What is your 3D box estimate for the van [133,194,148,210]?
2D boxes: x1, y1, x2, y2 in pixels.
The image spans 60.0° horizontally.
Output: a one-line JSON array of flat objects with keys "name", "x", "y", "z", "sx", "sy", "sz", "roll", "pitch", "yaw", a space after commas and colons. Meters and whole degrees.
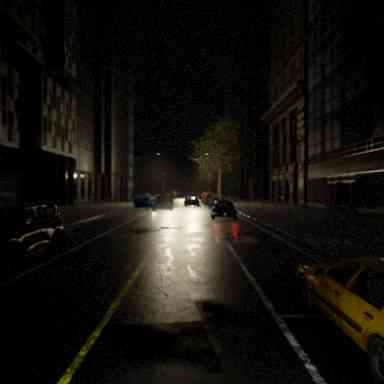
[{"name": "van", "x": -5.669, "y": 1.092, "z": 38.501, "sx": 1.690, "sy": 1.788, "sz": 3.998, "roll": 0, "pitch": 0, "yaw": 0}]

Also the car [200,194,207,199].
[{"name": "car", "x": 2.850, "y": 1.132, "z": 83.604, "sx": 1.802, "sy": 1.307, "sz": 4.206, "roll": 0, "pitch": 0, "yaw": 0}]

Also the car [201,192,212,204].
[{"name": "car", "x": 2.854, "y": 1.010, "z": 49.766, "sx": 2.192, "sy": 1.841, "sz": 5.009, "roll": 0, "pitch": 0, "yaw": 0}]

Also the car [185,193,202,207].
[{"name": "car", "x": 0.005, "y": 1.274, "z": 46.330, "sx": 1.994, "sy": 1.385, "sz": 4.181, "roll": 0, "pitch": 0, "yaw": 2}]

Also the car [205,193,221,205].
[{"name": "car", "x": 2.856, "y": 1.192, "z": 38.487, "sx": 1.967, "sy": 1.590, "sz": 4.097, "roll": 0, "pitch": 0, "yaw": 0}]

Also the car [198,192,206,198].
[{"name": "car", "x": 2.849, "y": 0.837, "z": 94.881, "sx": 2.192, "sy": 1.841, "sz": 5.009, "roll": 0, "pitch": 0, "yaw": 0}]

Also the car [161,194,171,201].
[{"name": "car", "x": -5.673, "y": 1.176, "z": 72.336, "sx": 1.802, "sy": 1.307, "sz": 4.206, "roll": 0, "pitch": 0, "yaw": 0}]

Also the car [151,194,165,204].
[{"name": "car", "x": -5.672, "y": 1.109, "z": 55.418, "sx": 1.967, "sy": 1.590, "sz": 4.097, "roll": 0, "pitch": 0, "yaw": 0}]

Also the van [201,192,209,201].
[{"name": "van", "x": 2.853, "y": 0.936, "z": 72.323, "sx": 1.690, "sy": 1.788, "sz": 3.998, "roll": 0, "pitch": 0, "yaw": 0}]

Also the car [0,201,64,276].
[{"name": "car", "x": -5.667, "y": 1.249, "z": 10.309, "sx": 2.192, "sy": 1.841, "sz": 5.009, "roll": 0, "pitch": 0, "yaw": 0}]

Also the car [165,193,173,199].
[{"name": "car", "x": -5.675, "y": 1.076, "z": 83.443, "sx": 1.752, "sy": 1.417, "sz": 4.829, "roll": 0, "pitch": 0, "yaw": 0}]

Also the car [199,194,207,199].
[{"name": "car", "x": 2.850, "y": 1.101, "z": 89.241, "sx": 1.947, "sy": 1.339, "sz": 4.313, "roll": 0, "pitch": 0, "yaw": 0}]

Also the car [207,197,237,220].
[{"name": "car", "x": 2.349, "y": 1.354, "z": 25.791, "sx": 1.812, "sy": 1.442, "sz": 4.674, "roll": 0, "pitch": 0, "yaw": 0}]

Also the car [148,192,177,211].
[{"name": "car", "x": -3.097, "y": 1.119, "z": 35.698, "sx": 2.097, "sy": 1.767, "sz": 4.553, "roll": 0, "pitch": 0, "yaw": 0}]

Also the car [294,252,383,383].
[{"name": "car", "x": 2.860, "y": 1.495, "z": 4.820, "sx": 1.752, "sy": 1.417, "sz": 4.829, "roll": 0, "pitch": 0, "yaw": 0}]

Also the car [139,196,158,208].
[{"name": "car", "x": -5.670, "y": 1.287, "z": 44.141, "sx": 1.947, "sy": 1.339, "sz": 4.313, "roll": 0, "pitch": 0, "yaw": 0}]

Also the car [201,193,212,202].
[{"name": "car", "x": 2.853, "y": 1.060, "z": 66.684, "sx": 1.967, "sy": 1.590, "sz": 4.097, "roll": 0, "pitch": 0, "yaw": 0}]

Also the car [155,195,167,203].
[{"name": "car", "x": -5.672, "y": 1.189, "z": 61.057, "sx": 1.887, "sy": 1.381, "sz": 4.507, "roll": 0, "pitch": 0, "yaw": 0}]
